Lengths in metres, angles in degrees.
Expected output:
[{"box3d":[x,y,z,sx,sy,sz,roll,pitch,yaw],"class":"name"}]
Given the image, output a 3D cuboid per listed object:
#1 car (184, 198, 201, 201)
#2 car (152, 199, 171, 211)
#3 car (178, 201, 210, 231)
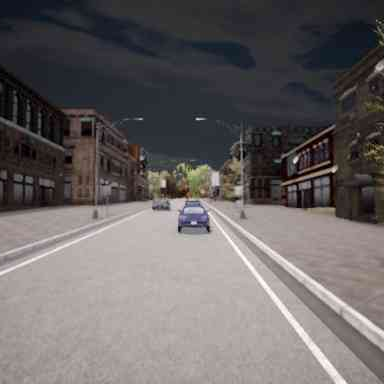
[{"box3d":[0.085,1.429,40.460,2.128,1.511,4.902,0,0,0],"class":"car"},{"box3d":[-3.559,1.503,39.234,1.994,1.385,4.181,0,0,1],"class":"car"},{"box3d":[0.100,1.500,20.225,1.812,1.442,4.674,0,0,0],"class":"car"}]
